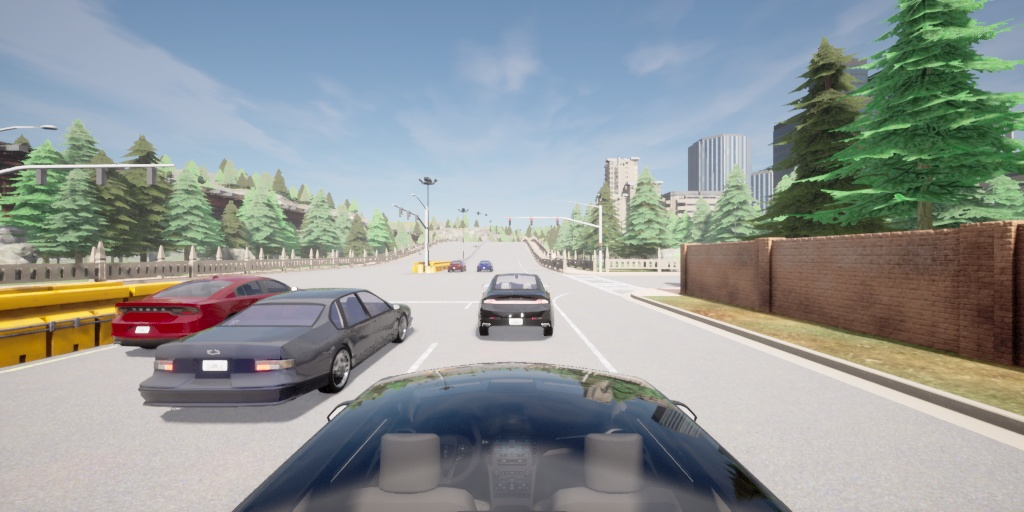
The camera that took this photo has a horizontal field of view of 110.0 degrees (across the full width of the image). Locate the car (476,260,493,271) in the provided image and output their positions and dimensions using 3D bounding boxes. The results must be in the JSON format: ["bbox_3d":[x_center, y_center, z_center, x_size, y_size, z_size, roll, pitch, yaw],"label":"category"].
[{"bbox_3d":[-3.391,1.275,45.684,1.812,1.442,4.674,0,0,0],"label":"car"}]

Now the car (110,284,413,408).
[{"bbox_3d":[-3.398,1.297,6.607,2.033,1.411,5.357,0,0,0],"label":"car"}]

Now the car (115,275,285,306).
[{"bbox_3d":[-6.898,1.228,9.171,1.882,1.535,5.008,0,0,0],"label":"car"}]

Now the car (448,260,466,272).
[{"bbox_3d":[-6.886,1.275,45.196,1.812,1.442,4.674,0,0,0],"label":"car"}]

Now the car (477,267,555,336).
[{"bbox_3d":[0.130,1.241,10.353,2.128,1.511,4.902,0,0,1],"label":"car"}]
